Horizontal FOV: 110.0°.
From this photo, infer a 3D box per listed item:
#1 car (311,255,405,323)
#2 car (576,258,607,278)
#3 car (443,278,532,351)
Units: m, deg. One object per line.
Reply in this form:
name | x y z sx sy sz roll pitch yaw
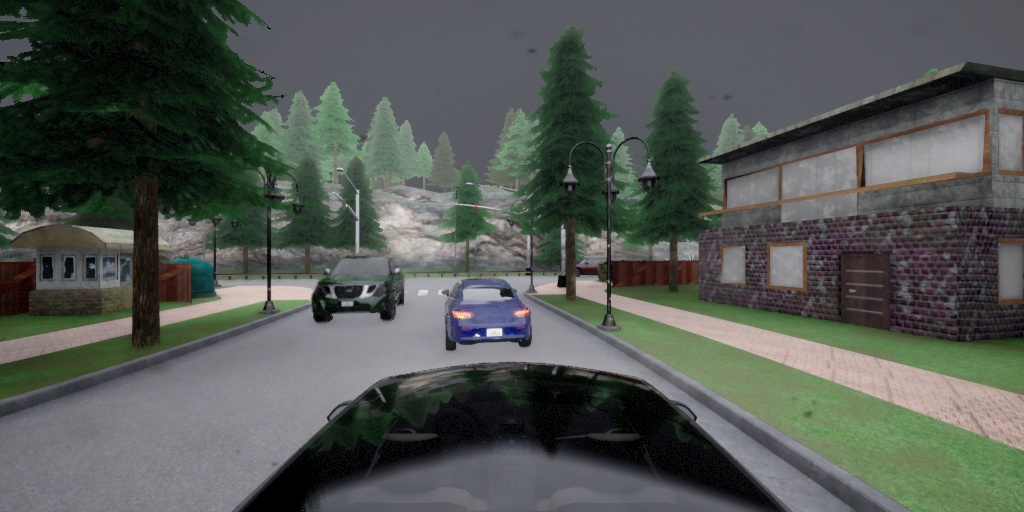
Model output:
car | -5.067 0.971 12.607 2.150 2.045 5.566 0 0 -11
car | 6.604 0.945 31.510 4.553 1.767 2.097 0 0 -12
car | -0.756 1.276 9.025 1.812 1.442 4.674 0 0 -11
